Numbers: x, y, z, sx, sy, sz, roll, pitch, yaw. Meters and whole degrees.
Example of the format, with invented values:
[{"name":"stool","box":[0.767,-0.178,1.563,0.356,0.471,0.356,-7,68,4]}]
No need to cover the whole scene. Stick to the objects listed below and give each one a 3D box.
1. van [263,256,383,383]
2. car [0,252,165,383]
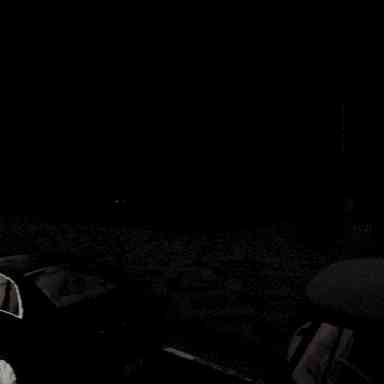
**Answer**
[{"name":"van","box":[2.218,1.346,1.378,3.998,1.788,1.690,0,0,35]},{"name":"car","box":[-2.373,1.531,4.650,4.403,1.369,2.008,0,0,35]}]
